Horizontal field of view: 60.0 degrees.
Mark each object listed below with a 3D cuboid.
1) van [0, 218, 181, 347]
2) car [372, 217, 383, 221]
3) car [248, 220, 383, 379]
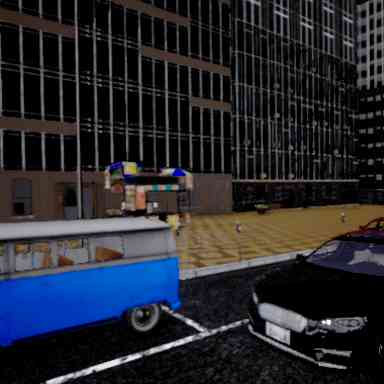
[{"bbox_3d":[-2.094,1.340,5.084,3.998,1.788,1.690,0,-1,-35],"label":"van"},{"bbox_3d":[7.067,1.534,11.615,4.507,1.381,1.887,0,-1,-35],"label":"car"},{"bbox_3d":[3.061,1.487,5.561,4.902,1.511,2.128,0,0,-36],"label":"car"}]
